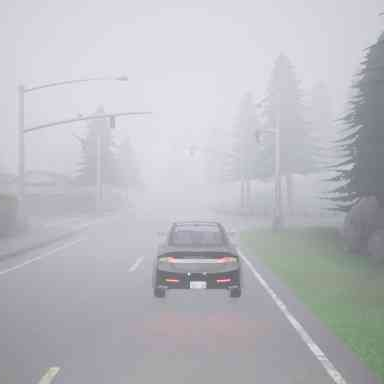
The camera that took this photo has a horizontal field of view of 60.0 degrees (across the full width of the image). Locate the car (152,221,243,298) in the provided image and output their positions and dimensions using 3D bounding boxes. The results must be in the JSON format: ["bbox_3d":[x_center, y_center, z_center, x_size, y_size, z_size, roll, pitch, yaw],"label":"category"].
[{"bbox_3d":[0.118,1.491,8.517,2.128,1.511,4.902,0,0,0],"label":"car"}]
